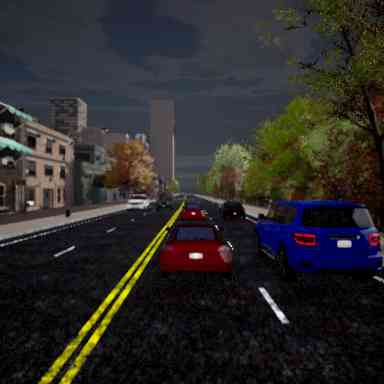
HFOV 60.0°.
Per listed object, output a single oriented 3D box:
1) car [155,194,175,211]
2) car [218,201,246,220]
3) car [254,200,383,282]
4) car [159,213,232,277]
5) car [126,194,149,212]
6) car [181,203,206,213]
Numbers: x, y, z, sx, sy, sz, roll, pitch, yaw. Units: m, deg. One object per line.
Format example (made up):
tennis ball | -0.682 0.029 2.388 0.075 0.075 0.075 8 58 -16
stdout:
car | -3.325 1.321 42.051 2.150 2.045 5.566 0 0 0
car | 3.355 1.544 28.498 1.882 1.535 5.008 0 0 0
car | 3.352 1.245 9.998 2.150 2.045 5.566 0 0 0
car | 0.102 1.589 10.404 1.994 1.385 4.181 0 0 0
car | -6.578 1.318 40.986 2.150 2.045 5.566 0 0 0
car | 0.105 1.628 27.592 1.994 1.385 4.181 0 0 0
